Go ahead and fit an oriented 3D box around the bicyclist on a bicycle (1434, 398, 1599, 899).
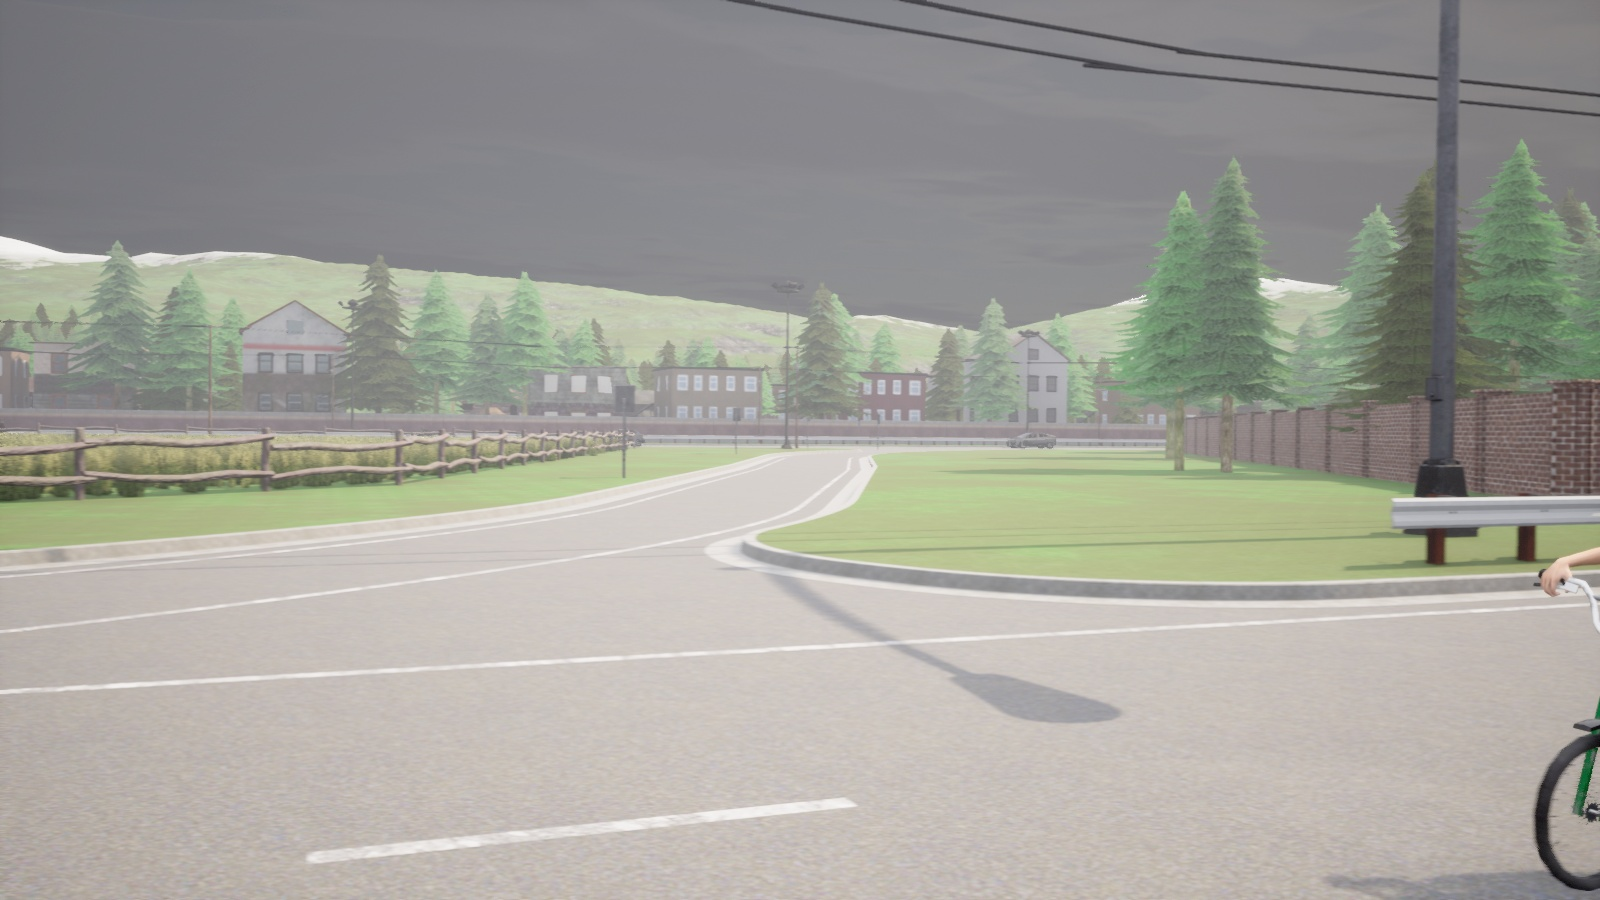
[{"bbox_3d":[3.171,0.628,4.437,1.509,1.612,0.866,-1,1,-21],"label":"bicyclist on a bicycle"}]
